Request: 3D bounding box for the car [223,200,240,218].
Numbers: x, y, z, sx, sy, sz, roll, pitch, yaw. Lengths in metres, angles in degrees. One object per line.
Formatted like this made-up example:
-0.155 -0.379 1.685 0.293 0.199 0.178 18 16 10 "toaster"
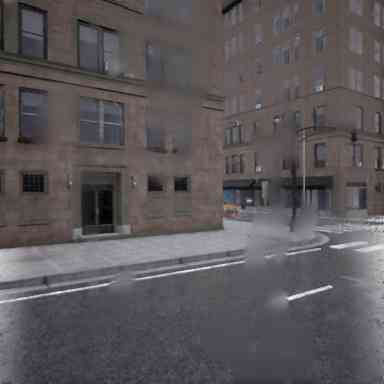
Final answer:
1.990 1.295 28.430 2.097 1.767 4.553 0 1 -35 "car"
